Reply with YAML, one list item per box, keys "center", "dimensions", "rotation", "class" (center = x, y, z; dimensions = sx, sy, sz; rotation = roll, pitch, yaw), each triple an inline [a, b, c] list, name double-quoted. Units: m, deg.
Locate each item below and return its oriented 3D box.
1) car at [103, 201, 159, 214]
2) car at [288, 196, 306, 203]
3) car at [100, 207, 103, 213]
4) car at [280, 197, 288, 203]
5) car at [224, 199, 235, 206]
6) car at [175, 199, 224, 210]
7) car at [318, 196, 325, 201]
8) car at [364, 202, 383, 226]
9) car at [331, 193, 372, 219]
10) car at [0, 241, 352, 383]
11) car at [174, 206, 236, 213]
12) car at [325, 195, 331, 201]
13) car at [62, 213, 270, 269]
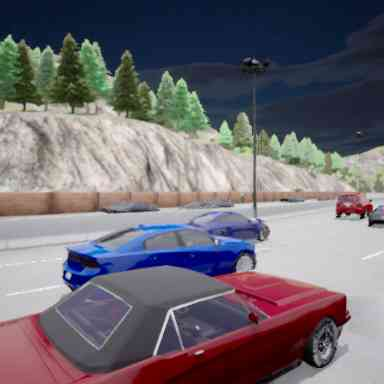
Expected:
- center: [-5.604, 1.641, 32.417]
  dimensions: [2.033, 1.411, 5.357]
  rotation: [0, 0, 40]
  class: "car"
- center: [21.674, 1.580, 67.575]
  dimensions: [1.994, 1.385, 4.181]
  rotation: [0, 0, 38]
  class: "car"
- center: [-7.248, 1.656, 35.930]
  dimensions: [2.033, 1.411, 5.357]
  rotation: [0, 0, 39]
  class: "car"
- center: [20.744, 1.636, 72.111]
  dimensions: [1.895, 1.301, 4.718]
  rotation: [0, 0, 38]
  class: "car"
- center: [3.068, 1.566, 37.763]
  dimensions: [1.837, 1.490, 4.892]
  rotation: [0, 0, 38]
  class: "car"
- center: [0.388, 1.562, 28.746]
  dimensions: [1.837, 1.490, 4.892]
  rotation: [0, 0, 40]
  class: "car"
- center: [27.921, 1.552, 69.963]
  dimensions: [1.994, 1.385, 4.181]
  rotation: [0, 0, 38]
  class: "car"
- center: [13.199, 1.544, 22.193]
  dimensions: [1.994, 1.385, 4.181]
  rotation: [0, 0, 39]
  class: "car"
- center: [14.282, 1.210, 29.104]
  dimensions: [2.150, 2.045, 5.566]
  rotation: [0, 0, 38]
  class: "car"
- center: [-0.069, 1.611, 3.992]
  dimensions: [4.718, 1.301, 1.895]
  rotation: [0, 0, -38]
  class: "car"
- center: [1.459, 1.549, 14.468]
  dimensions: [4.674, 1.442, 1.812]
  rotation: [0, 0, -42]
  class: "car"
- center: [28.221, 1.215, 64.610]
  dimensions: [2.150, 2.045, 5.566]
  rotation: [0, 0, 38]
  class: "car"
- center: [-0.508, 1.498, 8.125]
  dimensions: [5.008, 1.535, 1.882]
  rotation: [0, 0, -38]
  class: "car"
